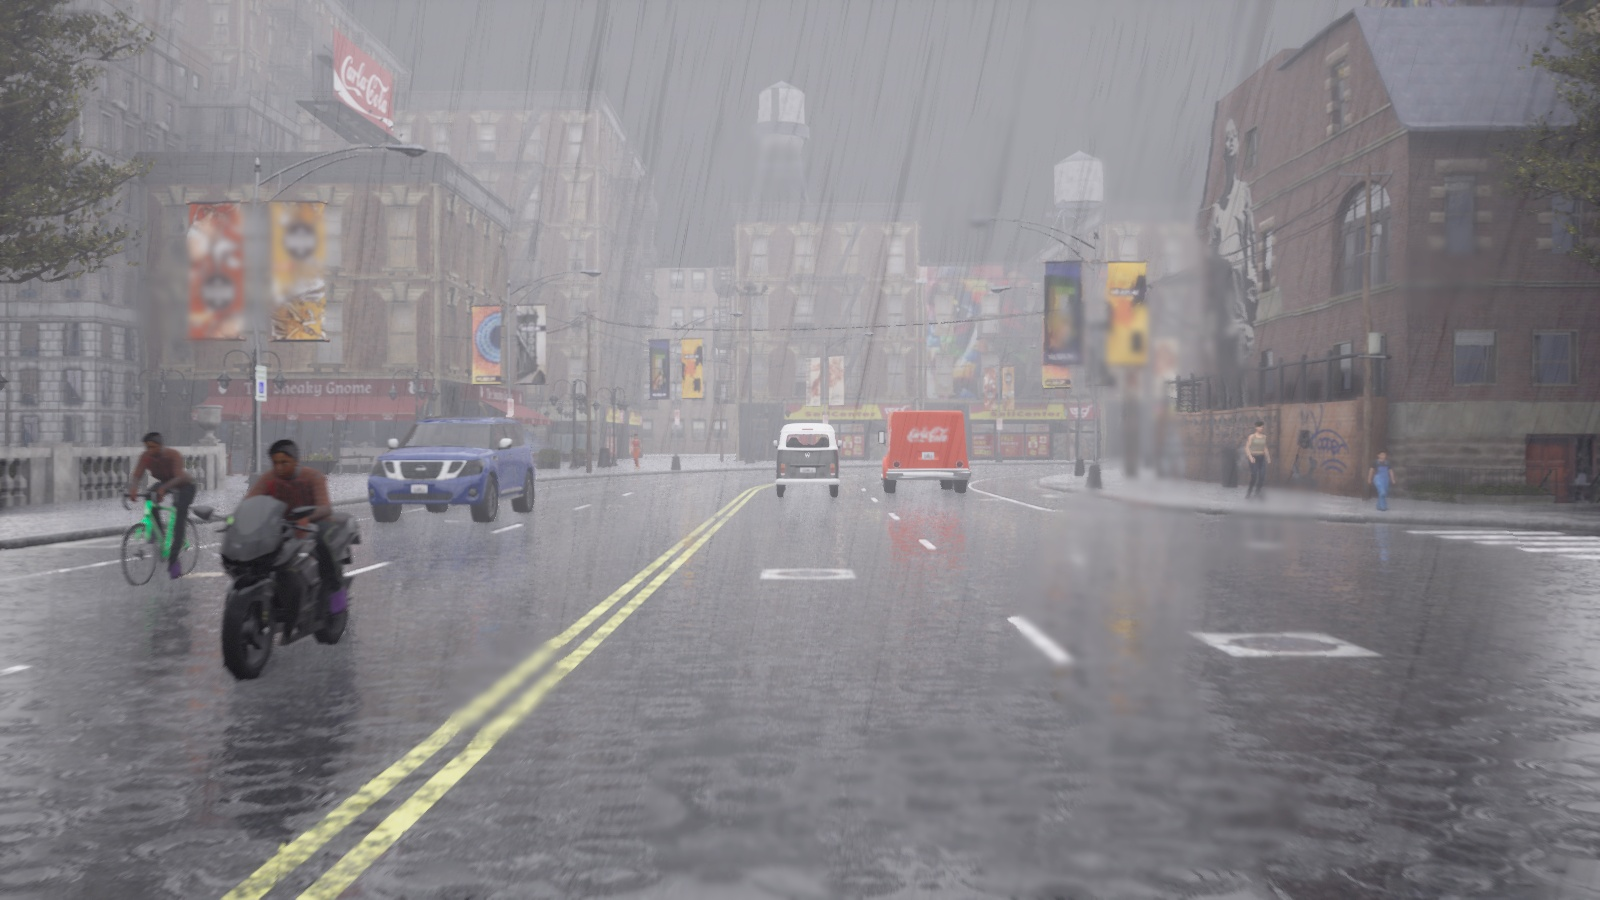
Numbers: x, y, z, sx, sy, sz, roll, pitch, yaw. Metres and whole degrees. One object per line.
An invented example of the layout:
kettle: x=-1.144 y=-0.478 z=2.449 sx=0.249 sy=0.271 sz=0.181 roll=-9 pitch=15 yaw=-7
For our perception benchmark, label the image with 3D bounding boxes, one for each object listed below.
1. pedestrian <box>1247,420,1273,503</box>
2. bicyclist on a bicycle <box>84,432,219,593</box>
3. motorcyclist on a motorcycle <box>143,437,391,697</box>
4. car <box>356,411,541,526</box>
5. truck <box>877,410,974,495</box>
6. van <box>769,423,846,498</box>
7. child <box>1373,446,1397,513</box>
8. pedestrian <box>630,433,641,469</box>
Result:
pedestrian: x=10.388 y=0.254 z=28.367 sx=0.345 sy=1.836 sz=0.594 roll=0 pitch=0 yaw=-2
bicyclist on a bicycle: x=-6.943 y=0.617 z=13.533 sx=0.582 sy=1.620 sz=1.656 roll=-1 pitch=1 yaw=0
motorcyclist on a motorcycle: x=-3.458 y=0.679 z=8.386 sx=0.797 sy=1.523 sz=2.044 roll=0 pitch=0 yaw=0
car: x=-6.841 y=0.320 z=25.192 sx=2.150 sy=2.045 sz=5.566 roll=0 pitch=0 yaw=0
truck: x=3.786 y=0.048 z=38.946 sx=2.627 sy=2.467 sz=5.204 roll=0 pitch=0 yaw=1
van: x=0.223 y=0.270 z=36.016 sx=2.069 sy=2.038 sz=4.480 roll=0 pitch=0 yaw=0
child: x=11.245 y=0.558 z=24.139 sx=0.270 sy=1.263 sz=0.437 roll=0 pitch=0 yaw=1
pedestrian: x=-8.340 y=0.042 z=63.849 sx=0.345 sy=1.836 sz=0.594 roll=0 pitch=0 yaw=17
